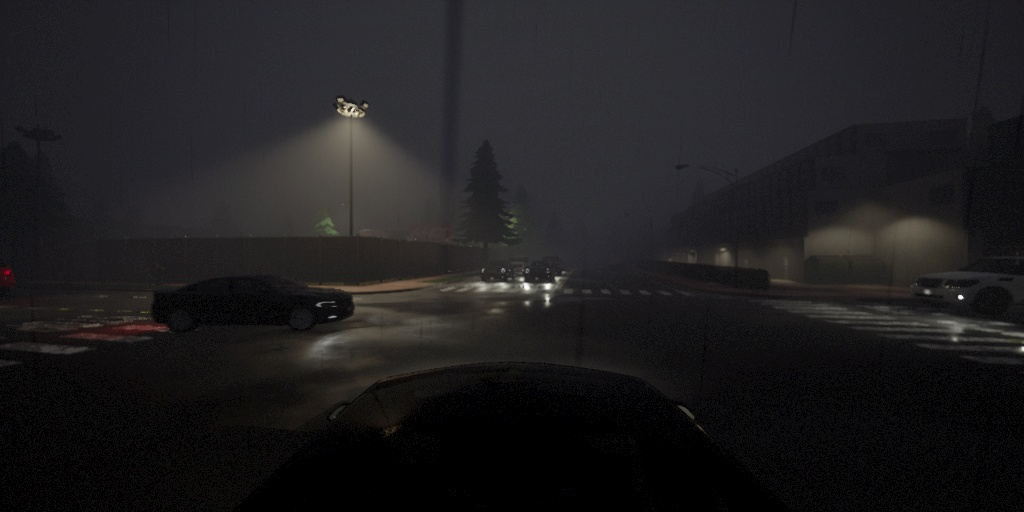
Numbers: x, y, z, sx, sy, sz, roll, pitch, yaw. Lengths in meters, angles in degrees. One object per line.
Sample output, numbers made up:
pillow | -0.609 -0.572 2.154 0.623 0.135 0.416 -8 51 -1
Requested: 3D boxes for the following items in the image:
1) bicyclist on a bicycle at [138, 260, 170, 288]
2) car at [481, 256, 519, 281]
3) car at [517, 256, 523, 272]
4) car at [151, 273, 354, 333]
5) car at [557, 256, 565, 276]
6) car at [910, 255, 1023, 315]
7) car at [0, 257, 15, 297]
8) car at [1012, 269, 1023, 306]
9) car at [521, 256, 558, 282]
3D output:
bicyclist on a bicycle | -21.360 1.077 21.430 0.582 1.620 1.656 0 0 11
car | -1.090 1.136 30.012 2.097 1.767 4.553 0 0 12
car | 0.742 1.015 39.054 2.150 2.045 5.566 0 0 12
car | -7.193 1.242 10.261 5.008 1.535 1.882 0 1 -2
car | 4.231 1.011 38.638 2.150 2.045 5.566 0 0 11
car | 18.009 0.970 12.661 5.566 2.045 2.150 0 0 12
car | -27.066 0.994 17.162 5.566 2.045 2.150 0 0 11
car | 17.183 1.223 9.238 5.008 1.535 1.882 0 0 11
car | 2.324 1.132 29.236 2.097 1.767 4.553 0 0 11
